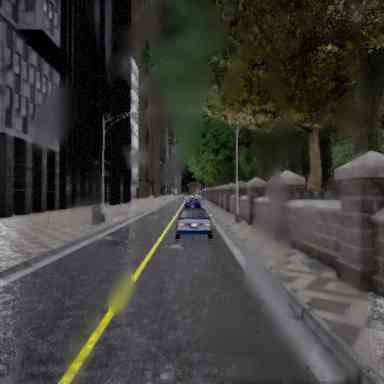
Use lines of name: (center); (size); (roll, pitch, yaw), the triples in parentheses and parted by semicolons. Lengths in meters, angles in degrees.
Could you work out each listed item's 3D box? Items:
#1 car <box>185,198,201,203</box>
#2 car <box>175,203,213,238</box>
car: (0.097, 1.432, 40.014); (1.882, 1.535, 5.008); (0, 0, 0)
car: (0.098, 1.535, 17.570); (2.033, 1.411, 5.357); (0, 0, 0)
